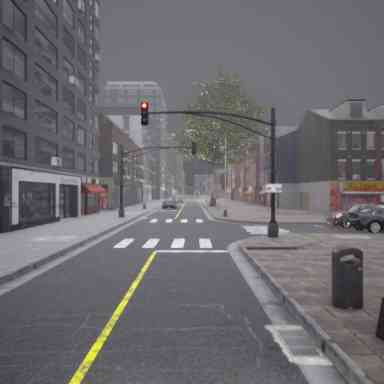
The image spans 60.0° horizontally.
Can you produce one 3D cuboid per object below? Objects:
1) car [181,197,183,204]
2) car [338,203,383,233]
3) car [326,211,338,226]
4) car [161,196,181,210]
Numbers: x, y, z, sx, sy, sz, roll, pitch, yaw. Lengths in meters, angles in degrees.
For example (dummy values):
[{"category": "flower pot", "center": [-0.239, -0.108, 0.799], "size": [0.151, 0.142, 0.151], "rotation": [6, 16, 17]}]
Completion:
[{"category": "car", "center": [-2.814, 1.503, 66.325], "size": [2.128, 1.511, 4.902], "rotation": [0, 0, 0]}, {"category": "car", "center": [11.387, 1.567, 19.034], "size": [4.892, 1.490, 1.837], "rotation": [0, 0, 0]}, {"category": "car", "center": [10.910, 1.508, 21.675], "size": [4.097, 1.590, 1.967], "rotation": [0, 0, 0]}, {"category": "car", "center": [-2.880, 1.544, 43.308], "size": [2.033, 1.411, 5.357], "rotation": [0, 0, 0]}]
